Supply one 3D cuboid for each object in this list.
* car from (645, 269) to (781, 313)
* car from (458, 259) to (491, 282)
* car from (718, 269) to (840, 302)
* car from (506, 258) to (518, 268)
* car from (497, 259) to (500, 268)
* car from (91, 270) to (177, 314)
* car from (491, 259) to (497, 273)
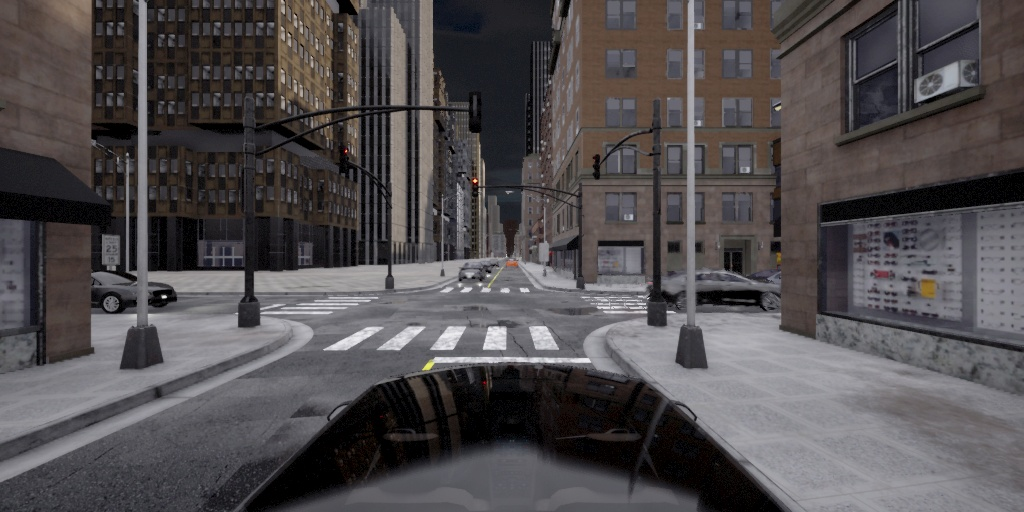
[{"bbox_3d":[7.572,1.239,13.410,4.902,1.511,2.128,0,0,5],"label":"car"},{"bbox_3d":[-3.155,1.241,28.905,2.128,1.511,4.902,0,0,0],"label":"car"},{"bbox_3d":[12.220,1.314,16.648,4.181,1.385,1.994,0,0,-1],"label":"car"},{"bbox_3d":[-0.025,1.103,61.640,2.097,1.767,4.553,0,0,0],"label":"car"},{"bbox_3d":[-3.134,1.258,61.994,1.837,1.490,4.892,0,0,0],"label":"car"},{"bbox_3d":[-15.259,1.259,13.210,4.892,1.490,1.837,0,0,-1],"label":"car"},{"bbox_3d":[-3.178,1.299,40.540,2.033,1.411,5.357,0,0,0],"label":"car"}]
